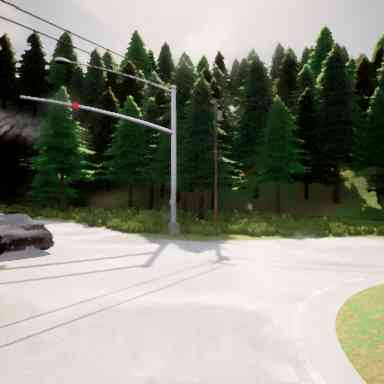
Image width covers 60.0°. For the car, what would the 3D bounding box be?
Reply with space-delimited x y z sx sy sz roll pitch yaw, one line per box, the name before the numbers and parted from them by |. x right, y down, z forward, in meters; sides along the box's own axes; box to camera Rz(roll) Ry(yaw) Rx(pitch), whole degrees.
car | -7.405 1.545 13.429 2.033 1.411 5.357 0 0 -43
